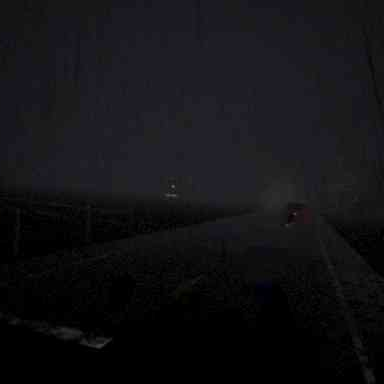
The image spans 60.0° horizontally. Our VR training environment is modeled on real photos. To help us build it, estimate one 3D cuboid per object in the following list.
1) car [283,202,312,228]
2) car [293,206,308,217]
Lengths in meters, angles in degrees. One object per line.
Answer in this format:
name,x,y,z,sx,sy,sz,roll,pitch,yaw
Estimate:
car,9.462,1.998,29.982,2.150,2.045,5.566,4,0,19
car,16.667,2.907,51.064,2.033,1.411,5.357,4,0,19
